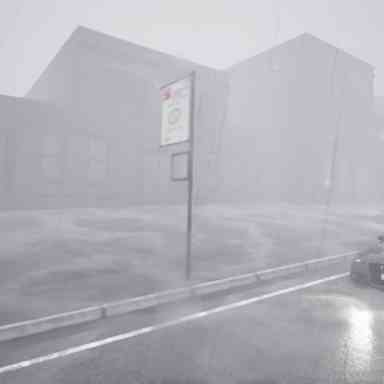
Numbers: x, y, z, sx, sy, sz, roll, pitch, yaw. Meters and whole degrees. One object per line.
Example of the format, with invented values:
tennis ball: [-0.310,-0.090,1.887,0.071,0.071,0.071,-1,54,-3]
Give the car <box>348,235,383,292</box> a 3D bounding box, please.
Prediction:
car: [5.526,1.508,7.770,4.181,1.385,1.994,0,0,-36]
